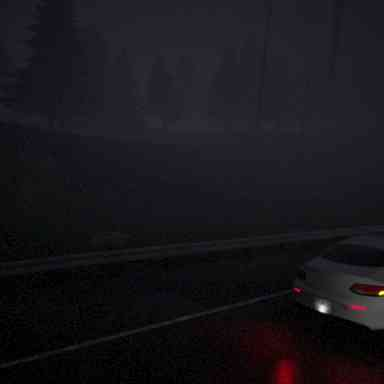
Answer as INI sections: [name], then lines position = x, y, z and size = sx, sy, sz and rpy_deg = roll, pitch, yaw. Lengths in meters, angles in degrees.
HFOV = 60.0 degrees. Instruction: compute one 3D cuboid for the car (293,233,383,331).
[car]
position = 3.897, 1.519, 6.333
size = 4.674, 1.442, 1.812
rpy_deg = 0, 0, -34
